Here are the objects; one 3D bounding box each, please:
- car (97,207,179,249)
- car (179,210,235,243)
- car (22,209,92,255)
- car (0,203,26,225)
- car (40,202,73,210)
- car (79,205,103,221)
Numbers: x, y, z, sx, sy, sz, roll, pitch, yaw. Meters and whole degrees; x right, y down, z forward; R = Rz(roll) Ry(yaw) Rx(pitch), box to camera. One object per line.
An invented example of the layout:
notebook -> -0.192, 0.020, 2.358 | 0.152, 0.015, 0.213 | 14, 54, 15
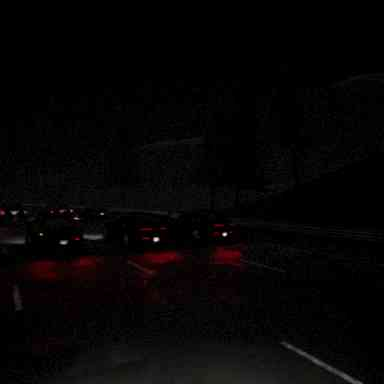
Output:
car -> -2.739, 1.690, 15.702 | 1.837, 1.490, 4.892 | 0, 0, -32
car -> 0.251, 1.715, 17.522 | 1.837, 1.490, 4.892 | 0, 0, -32
car -> -5.936, 1.688, 14.218 | 1.812, 1.442, 4.674 | 0, -1, -32
car -> -14.687, 1.652, 26.817 | 2.097, 1.767, 4.553 | 1, -1, -37
car -> -11.881, 1.680, 28.908 | 2.097, 1.767, 4.553 | 1, -1, -37
car -> -9.158, 1.922, 31.100 | 1.994, 1.385, 4.181 | 1, -1, -37
